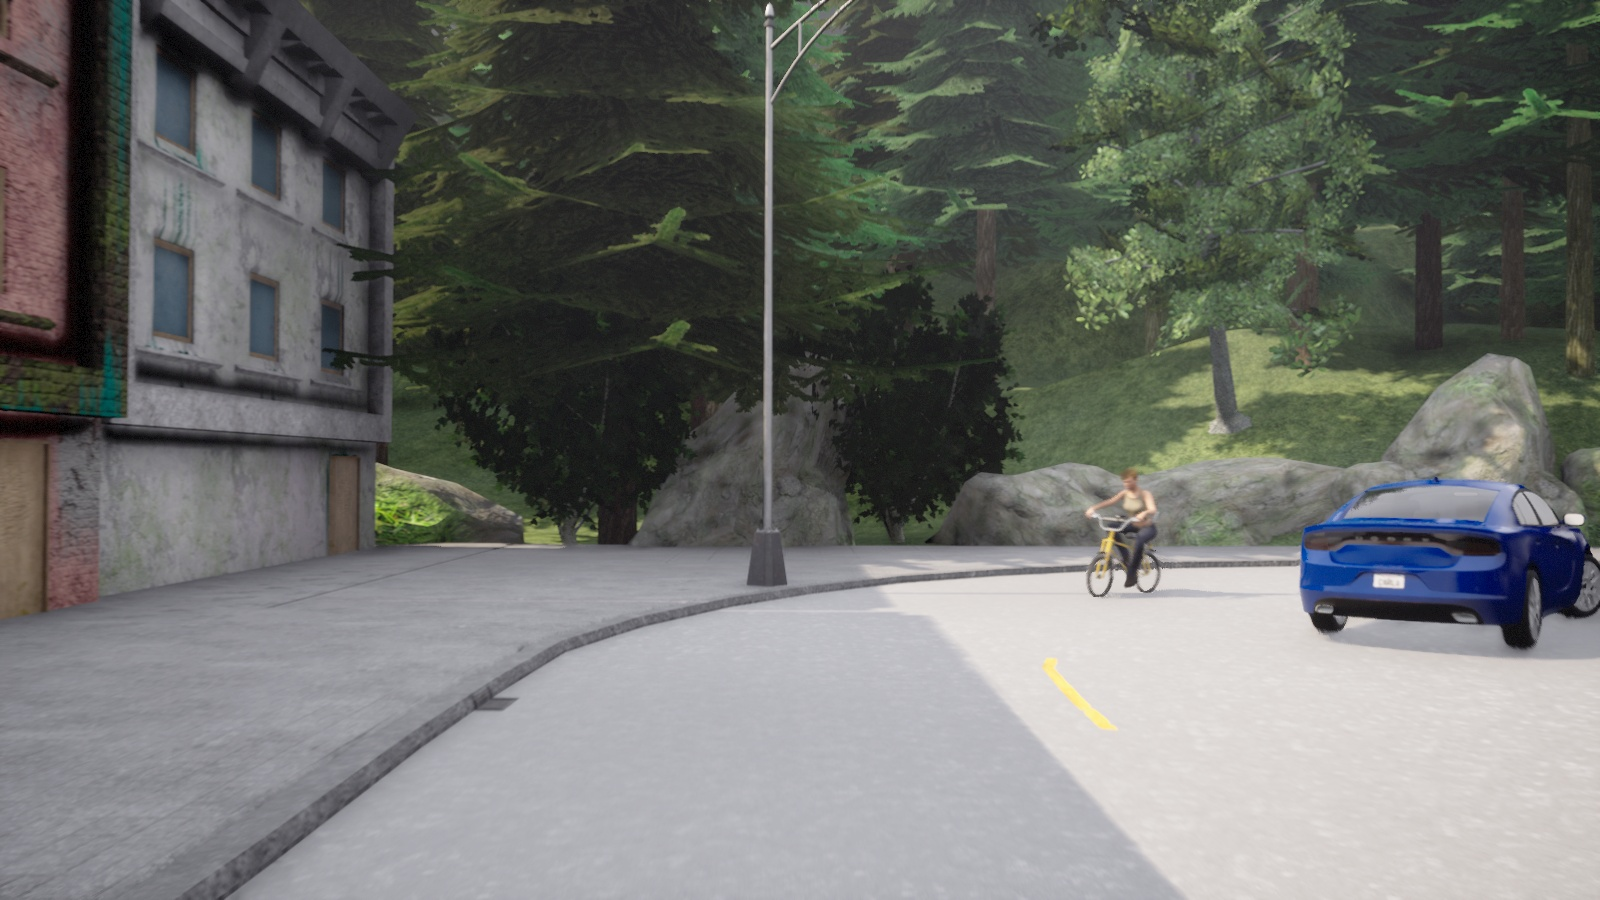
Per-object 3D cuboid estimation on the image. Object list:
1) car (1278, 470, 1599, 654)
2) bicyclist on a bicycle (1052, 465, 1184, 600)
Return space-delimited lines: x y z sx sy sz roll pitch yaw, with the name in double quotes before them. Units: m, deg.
"car" 6.822 0.984 13.019 1.882 1.535 5.008 -2 -2 41
"bicyclist on a bicycle" 4.043 1.004 15.916 1.509 1.612 0.866 1 0 -39
